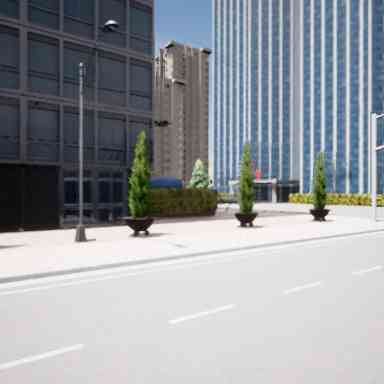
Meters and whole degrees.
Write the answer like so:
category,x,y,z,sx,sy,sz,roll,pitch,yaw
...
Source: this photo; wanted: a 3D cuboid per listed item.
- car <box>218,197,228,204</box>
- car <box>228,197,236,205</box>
category,x,y,z,sx,sy,sz,roll,pitch,yaw
car,3.953,1.589,62.389,1.837,1.490,4.892,0,-1,-35
car,7.829,1.642,62.975,2.033,1.411,5.357,0,0,-35
